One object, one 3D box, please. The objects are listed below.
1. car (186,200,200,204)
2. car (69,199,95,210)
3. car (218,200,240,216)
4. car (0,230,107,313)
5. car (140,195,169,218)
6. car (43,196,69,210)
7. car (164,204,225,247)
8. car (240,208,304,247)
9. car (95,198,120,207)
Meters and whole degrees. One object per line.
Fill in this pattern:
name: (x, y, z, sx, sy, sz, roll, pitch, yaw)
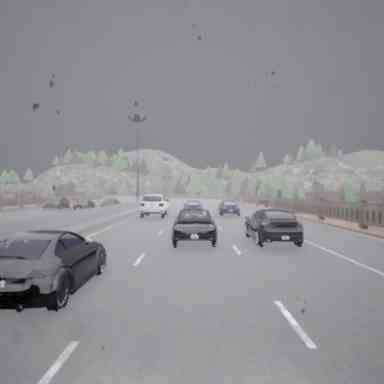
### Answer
car: (0.083, 1.554, 32.742, 1.812, 1.442, 4.674, 0, 0, 0)
car: (-14.088, 1.607, 43.637, 1.994, 1.385, 4.181, 0, 0, 0)
car: (3.583, 1.554, 32.879, 1.812, 1.442, 4.674, 0, 0, 0)
car: (-3.401, 1.570, 7.784, 1.994, 1.385, 4.181, 0, 0, 0)
car: (-3.402, 1.247, 30.734, 2.150, 2.045, 5.566, 0, 0, 0)
car: (-17.587, 1.394, 43.339, 2.097, 1.767, 4.553, 0, 0, 0)
car: (0.098, 1.504, 15.165, 2.128, 1.511, 4.902, 0, 0, 0)
car: (3.598, 1.518, 15.224, 1.837, 1.490, 4.892, 0, 0, 0)
car: (-10.591, 1.546, 43.166, 1.837, 1.490, 4.892, 0, 0, 0)
